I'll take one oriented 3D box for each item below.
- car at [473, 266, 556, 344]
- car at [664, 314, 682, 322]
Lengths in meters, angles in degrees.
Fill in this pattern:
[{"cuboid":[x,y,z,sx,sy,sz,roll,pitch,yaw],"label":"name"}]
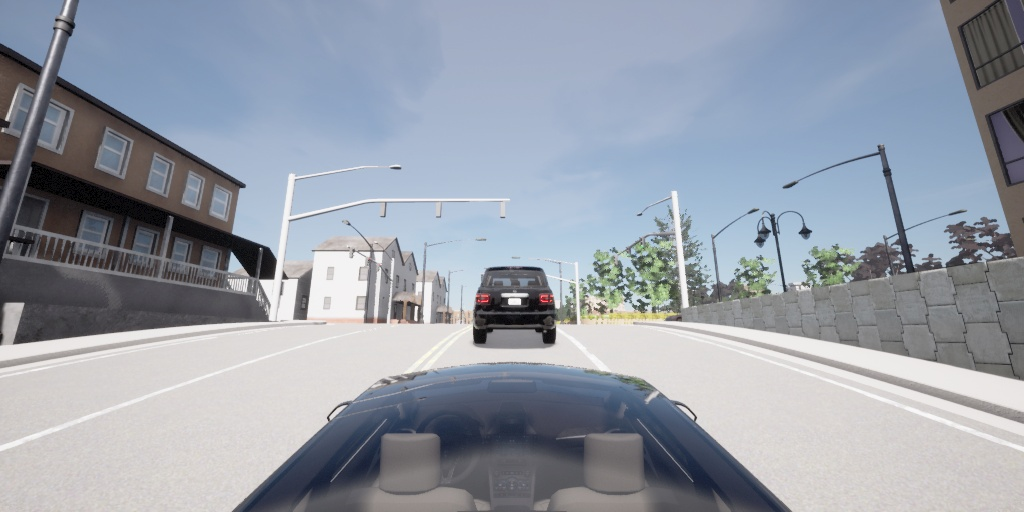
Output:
[{"cuboid":[0.072,1.501,11.181,2.150,2.045,5.566,0,-7,0],"label":"car"},{"cuboid":[15.893,5.452,31.710,4.553,1.767,2.097,0,-12,1],"label":"car"}]
